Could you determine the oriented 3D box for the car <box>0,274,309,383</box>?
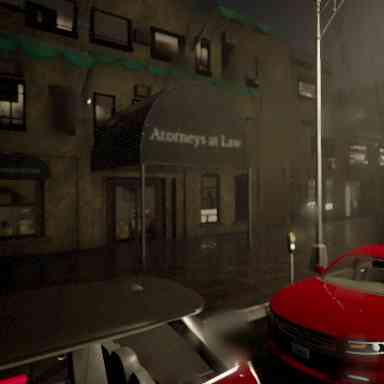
[{"bbox_3d":[-1.473,1.440,1.830,4.097,1.590,1.967,0,0,-35],"label":"car"}]

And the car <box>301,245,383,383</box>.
[{"bbox_3d":[3.045,1.538,5.051,4.507,1.381,1.887,0,0,-35],"label":"car"}]
